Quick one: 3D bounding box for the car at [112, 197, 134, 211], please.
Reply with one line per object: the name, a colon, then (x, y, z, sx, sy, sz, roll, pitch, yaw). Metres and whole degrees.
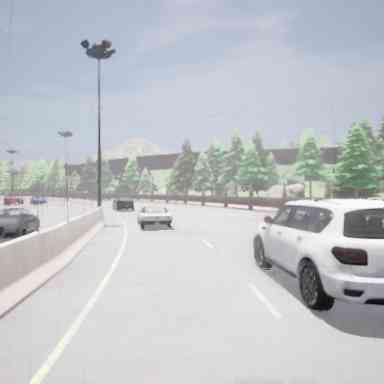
car: (-8.022, 1.336, 38.577, 1.882, 1.535, 5.008, 0, 0, -22)

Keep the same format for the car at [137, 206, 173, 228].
car: (-2.506, 1.515, 21.405, 1.895, 1.301, 4.718, 0, 0, -13)

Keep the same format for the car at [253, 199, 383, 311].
car: (3.115, 1.174, 7.847, 2.150, 2.045, 5.566, 0, 0, -5)
